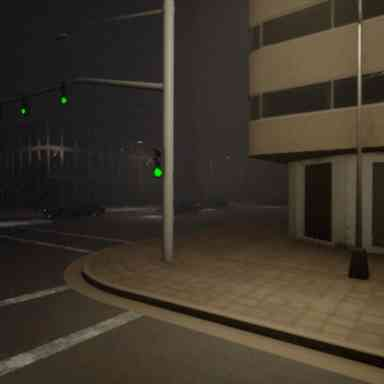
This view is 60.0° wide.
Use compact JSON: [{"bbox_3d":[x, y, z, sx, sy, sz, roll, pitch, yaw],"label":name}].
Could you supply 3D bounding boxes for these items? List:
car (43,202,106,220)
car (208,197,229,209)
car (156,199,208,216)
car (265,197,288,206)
[{"bbox_3d":[-9.341,1.483,26.611,1.895,1.301,4.718,0,0,36],"label":"car"},{"bbox_3d":[3.053,1.387,43.599,1.837,1.490,4.892,0,0,36],"label":"car"},{"bbox_3d":[-1.083,1.448,32.000,2.033,1.411,5.357,0,0,36],"label":"car"},{"bbox_3d":[13.159,1.449,51.392,2.033,1.411,5.357,0,0,36],"label":"car"}]
